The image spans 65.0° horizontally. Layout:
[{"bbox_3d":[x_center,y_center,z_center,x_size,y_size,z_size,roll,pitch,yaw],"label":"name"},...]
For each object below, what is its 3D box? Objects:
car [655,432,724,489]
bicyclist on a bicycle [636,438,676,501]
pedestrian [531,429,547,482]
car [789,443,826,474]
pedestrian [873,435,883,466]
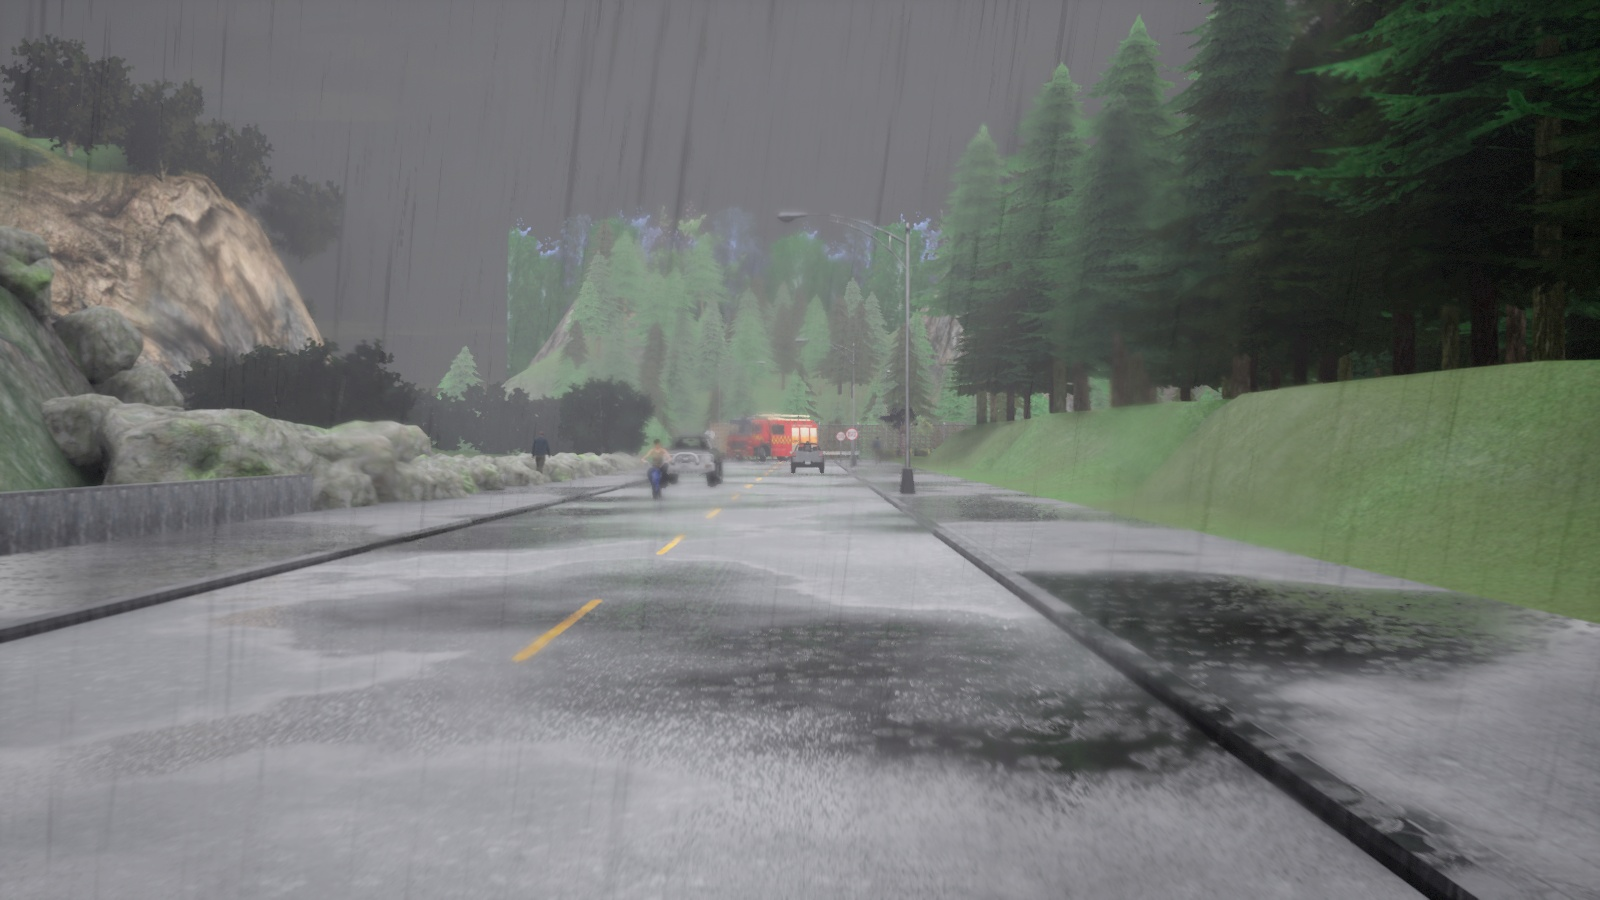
[{"bbox_3d":[-3.738,0.317,43.163,1.932,1.855,4.605,0,0,1],"label":"car"},{"bbox_3d":[-3.795,0.493,33.156,0.866,1.612,1.509,0,0,0],"label":"bicyclist on a bicycle"},{"bbox_3d":[-9.112,0.202,43.899,0.402,1.842,0.726,0,0,0],"label":"pedestrian"},{"bbox_3d":[0.383,0.404,63.507,1.845,1.501,3.633,0,0,0],"label":"car"},{"bbox_3d":[4.979,0.011,79.689,0.423,1.949,0.788,0,0,21],"label":"pedestrian"}]
